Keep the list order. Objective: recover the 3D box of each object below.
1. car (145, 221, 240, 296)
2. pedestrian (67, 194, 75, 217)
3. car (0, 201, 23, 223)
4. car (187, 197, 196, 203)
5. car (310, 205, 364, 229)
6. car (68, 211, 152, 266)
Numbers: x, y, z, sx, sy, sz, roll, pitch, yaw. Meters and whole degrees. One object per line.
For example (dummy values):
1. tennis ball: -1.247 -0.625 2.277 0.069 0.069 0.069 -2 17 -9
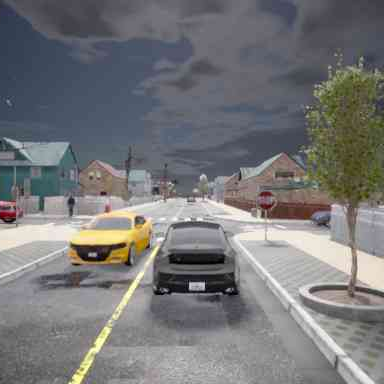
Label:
1. car: 0.082 1.511 8.661 1.837 1.490 4.892 0 0 0
2. pedestrian: -9.685 1.048 26.608 0.375 1.860 0.375 0 -2 0
3. car: -13.621 0.942 20.748 5.566 2.045 2.150 1 -1 -1
4. car: -0.160 1.754 75.670 1.994 1.385 4.181 0 0 0
5. car: 10.916 1.675 23.781 4.553 1.767 2.097 1 -1 1
6. car: -2.640 1.487 11.760 1.882 1.535 5.008 0 0 3
